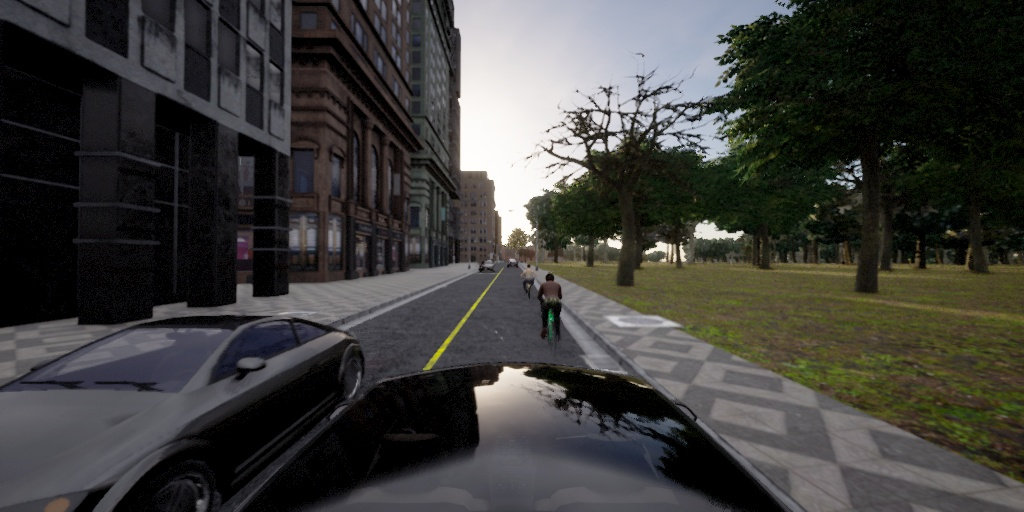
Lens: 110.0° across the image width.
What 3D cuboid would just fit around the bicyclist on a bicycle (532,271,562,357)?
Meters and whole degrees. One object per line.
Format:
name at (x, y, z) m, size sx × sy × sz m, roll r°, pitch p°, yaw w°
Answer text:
bicyclist on a bicycle at (0.824, 1.204, 7.646) m, size 0.582 × 1.620 × 1.656 m, roll 0°, pitch 0°, yaw 0°

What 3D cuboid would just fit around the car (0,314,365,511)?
car at (-3.101, 1.314, 3.470) m, size 1.994 × 1.385 × 4.181 m, roll 0°, pitch 0°, yaw 0°

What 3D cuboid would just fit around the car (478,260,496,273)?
car at (-3.093, 1.294, 44.477) m, size 1.837 × 1.490 × 4.892 m, roll 0°, pitch 0°, yaw 0°

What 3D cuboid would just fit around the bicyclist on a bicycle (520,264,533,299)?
bicyclist on a bicycle at (0.794, 1.191, 17.089) m, size 0.866 × 1.612 × 1.509 m, roll 0°, pitch 0°, yaw 0°

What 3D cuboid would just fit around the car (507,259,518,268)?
car at (0.103, 1.359, 64.075) m, size 1.812 × 1.442 × 4.674 m, roll 0°, pitch 0°, yaw 0°
